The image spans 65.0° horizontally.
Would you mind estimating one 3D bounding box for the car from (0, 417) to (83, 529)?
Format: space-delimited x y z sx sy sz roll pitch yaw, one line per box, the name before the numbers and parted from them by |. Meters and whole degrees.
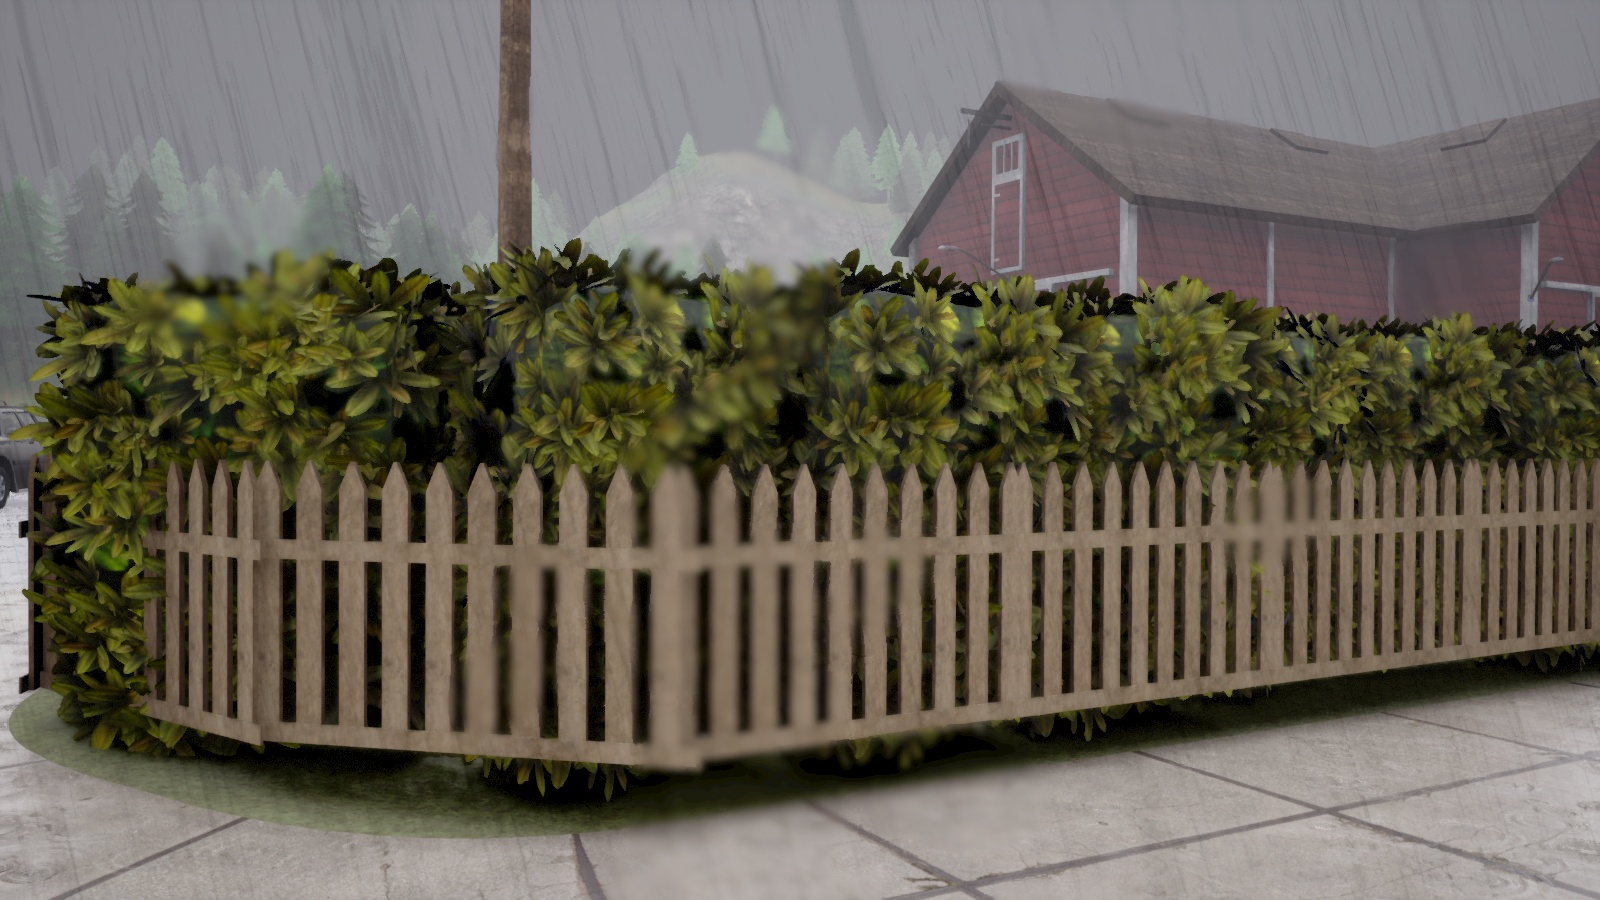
car | -14.599 0.373 22.275 1.932 1.855 4.605 -1 1 -12
